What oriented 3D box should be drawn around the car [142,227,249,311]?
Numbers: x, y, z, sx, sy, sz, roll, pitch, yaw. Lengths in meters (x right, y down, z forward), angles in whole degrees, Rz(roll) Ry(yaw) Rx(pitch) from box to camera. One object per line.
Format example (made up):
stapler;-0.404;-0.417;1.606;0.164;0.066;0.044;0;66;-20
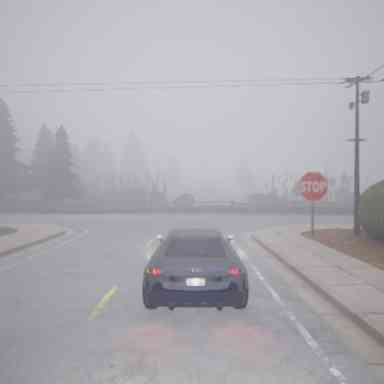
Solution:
car;0.070;1.483;7.671;1.994;1.385;4.181;0;1;0
